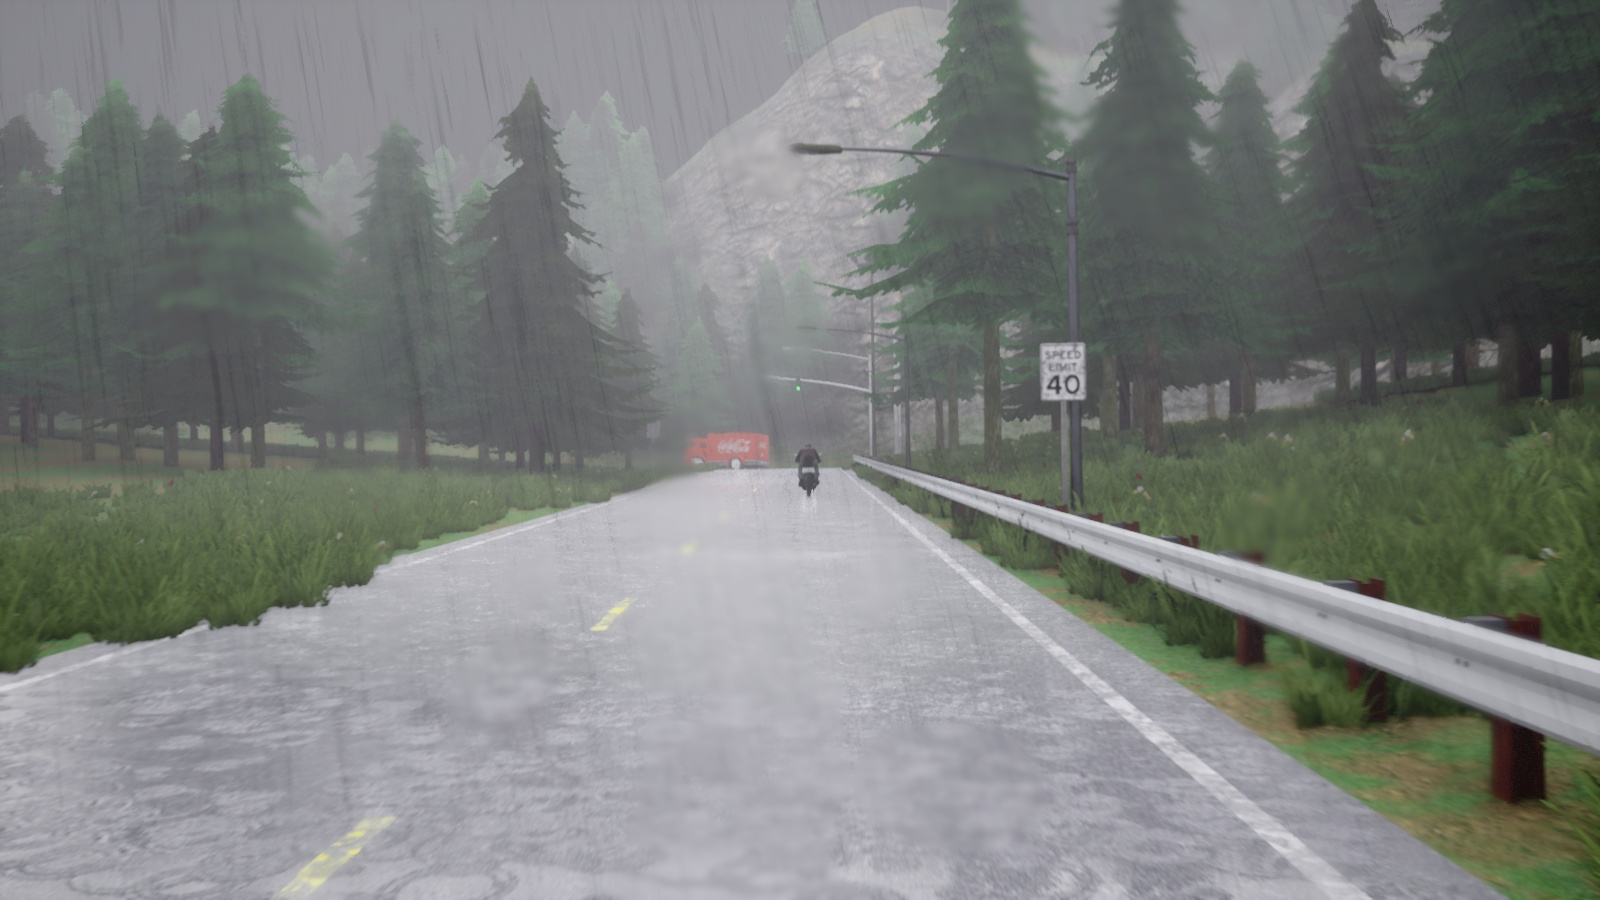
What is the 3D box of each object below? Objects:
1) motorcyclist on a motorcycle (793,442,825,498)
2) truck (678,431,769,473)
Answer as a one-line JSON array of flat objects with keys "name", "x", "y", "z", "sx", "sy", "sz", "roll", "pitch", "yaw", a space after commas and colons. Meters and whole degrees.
[{"name": "motorcyclist on a motorcycle", "x": 0.245, "y": 0.545, "z": 36.086, "sx": 0.866, "sy": 1.530, "sz": 2.191, "roll": -1, "pitch": 0, "yaw": 0}, {"name": "truck", "x": -4.867, "y": 0.183, "z": 80.227, "sx": 5.204, "sy": 2.467, "sz": 2.627, "roll": -1, "pitch": -4, "yaw": 20}]
